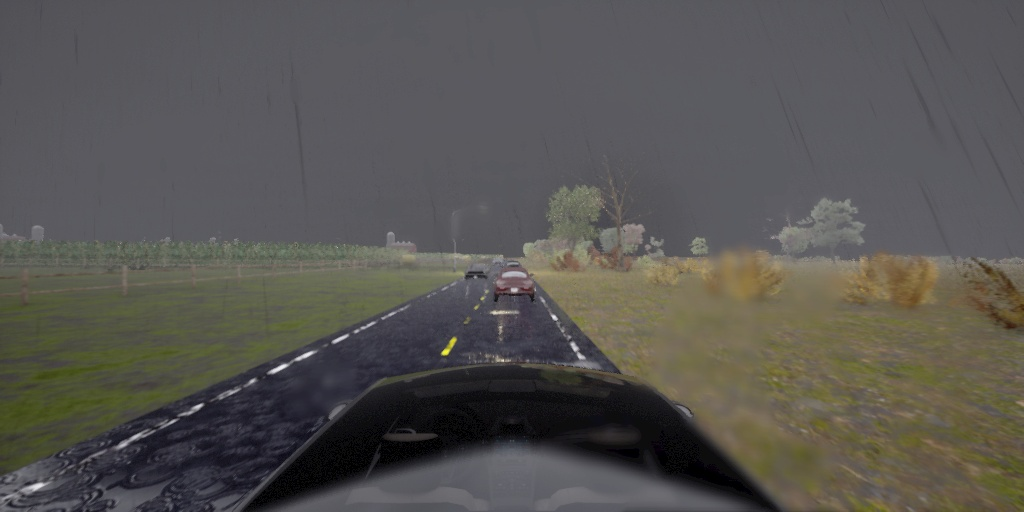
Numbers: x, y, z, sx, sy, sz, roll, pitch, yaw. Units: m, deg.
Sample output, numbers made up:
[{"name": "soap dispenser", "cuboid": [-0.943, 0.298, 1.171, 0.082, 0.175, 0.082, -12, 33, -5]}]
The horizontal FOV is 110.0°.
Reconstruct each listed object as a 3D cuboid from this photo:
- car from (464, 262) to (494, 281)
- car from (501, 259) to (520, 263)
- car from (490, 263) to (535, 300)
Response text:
[{"name": "car", "cuboid": [-2.850, 1.340, 30.224, 1.895, 1.301, 4.718, 0, 0, 0]}, {"name": "car", "cuboid": [0.096, 1.241, 35.742, 1.837, 1.490, 4.892, 0, 0, 0]}, {"name": "car", "cuboid": [0.099, 1.269, 17.408, 1.812, 1.442, 4.674, 0, 0, 0]}]
